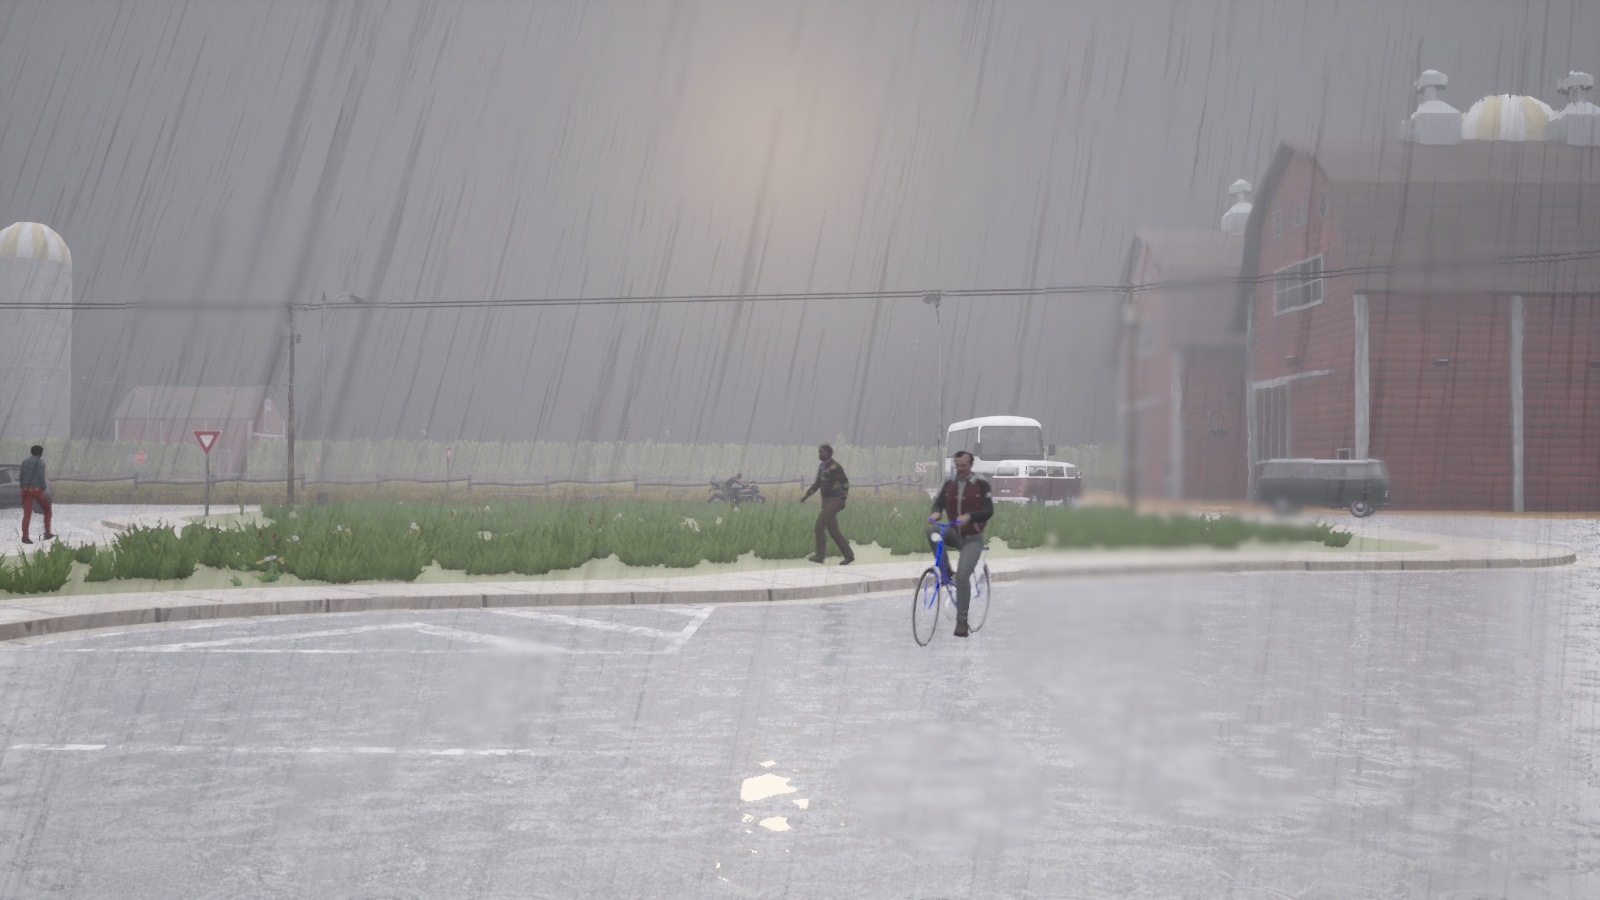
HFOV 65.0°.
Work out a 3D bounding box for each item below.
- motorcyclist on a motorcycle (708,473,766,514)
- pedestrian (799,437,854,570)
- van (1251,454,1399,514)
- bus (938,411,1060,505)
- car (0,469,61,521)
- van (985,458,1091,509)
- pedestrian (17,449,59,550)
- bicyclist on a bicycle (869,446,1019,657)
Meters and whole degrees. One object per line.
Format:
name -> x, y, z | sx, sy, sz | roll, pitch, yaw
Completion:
motorcyclist on a motorcycle -> -2.398, 1.664, 48.068 | 2.191, 1.530, 0.866 | 0, -1, 0
pedestrian -> 0.393, 0.778, 18.496 | 0.692, 1.930, 0.395 | 0, -1, -28
van -> 18.207, 1.167, 43.605 | 4.442, 1.987, 1.775 | -1, -1, 34
bus -> 9.646, 0.443, 62.323 | 3.944, 4.253, 10.273 | 0, -1, -3
car -> -26.526, 1.447, 40.736 | 2.242, 1.667, 4.611 | 0, -1, 3
van -> 9.931, 1.368, 52.320 | 4.480, 2.038, 2.069 | 1, -2, -43
pedestrian -> -14.106, 0.916, 23.249 | 0.353, 1.847, 0.614 | 0, -1, 6
bicyclist on a bicycle -> 1.368, 0.874, 11.581 | 0.659, 1.776, 1.843 | 1, 0, 30
